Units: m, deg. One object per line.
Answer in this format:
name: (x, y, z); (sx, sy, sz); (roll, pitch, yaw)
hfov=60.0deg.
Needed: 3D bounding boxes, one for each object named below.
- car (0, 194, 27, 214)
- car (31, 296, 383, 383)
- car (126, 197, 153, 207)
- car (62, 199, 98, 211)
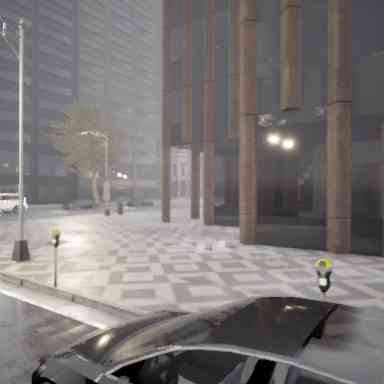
car: (-18.842, 1.179, 32.030); (2.150, 2.045, 5.566); (0, 0, 35)
car: (0.540, 1.566, 2.574); (4.313, 1.339, 1.947); (0, 0, 35)
car: (-7.517, 1.480, 47.965); (1.994, 1.385, 4.181); (0, 0, 36)
car: (-13.335, 1.501, 39.785); (1.994, 1.385, 4.181); (0, 0, 35)
